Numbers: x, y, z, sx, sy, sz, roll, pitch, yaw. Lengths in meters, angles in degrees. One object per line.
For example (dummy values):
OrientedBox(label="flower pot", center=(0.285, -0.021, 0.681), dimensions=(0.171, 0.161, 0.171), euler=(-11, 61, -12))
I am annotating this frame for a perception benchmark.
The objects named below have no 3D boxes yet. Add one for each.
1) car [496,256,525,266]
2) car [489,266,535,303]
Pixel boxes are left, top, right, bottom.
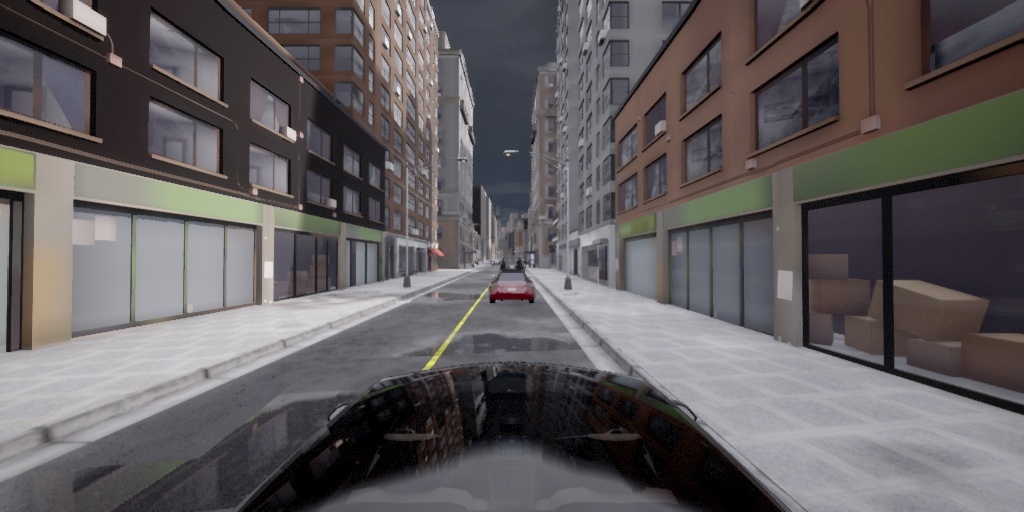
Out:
OrientedBox(label="car", center=(0.000, 1.012, 31.534), dimensions=(2.150, 2.045, 5.566), euler=(0, 0, 0))
OrientedBox(label="car", center=(0.000, 1.322, 16.501), dimensions=(1.994, 1.385, 4.181), euler=(0, 0, 0))
